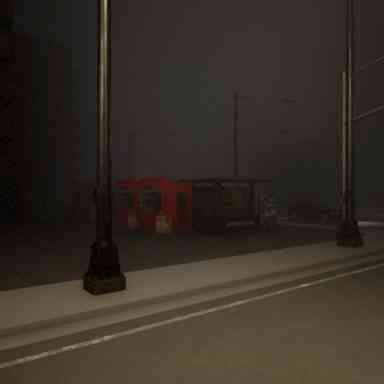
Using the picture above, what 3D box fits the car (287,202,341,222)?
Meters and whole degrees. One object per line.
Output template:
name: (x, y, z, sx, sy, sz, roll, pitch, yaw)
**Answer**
car: (10.276, 1.614, 27.733, 1.837, 1.490, 4.892, 0, -1, -36)
